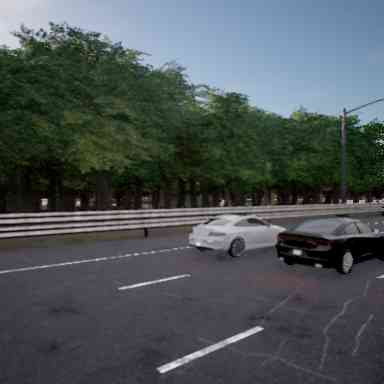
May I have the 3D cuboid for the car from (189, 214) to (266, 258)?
[{"bbox_3d":[1.969,1.595,13.121,4.674,1.442,1.812,1,0,-41],"label":"car"}]

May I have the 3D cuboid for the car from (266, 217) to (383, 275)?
[{"bbox_3d":[4.824,1.567,10.966,5.008,1.535,1.882,1,0,-41],"label":"car"}]
